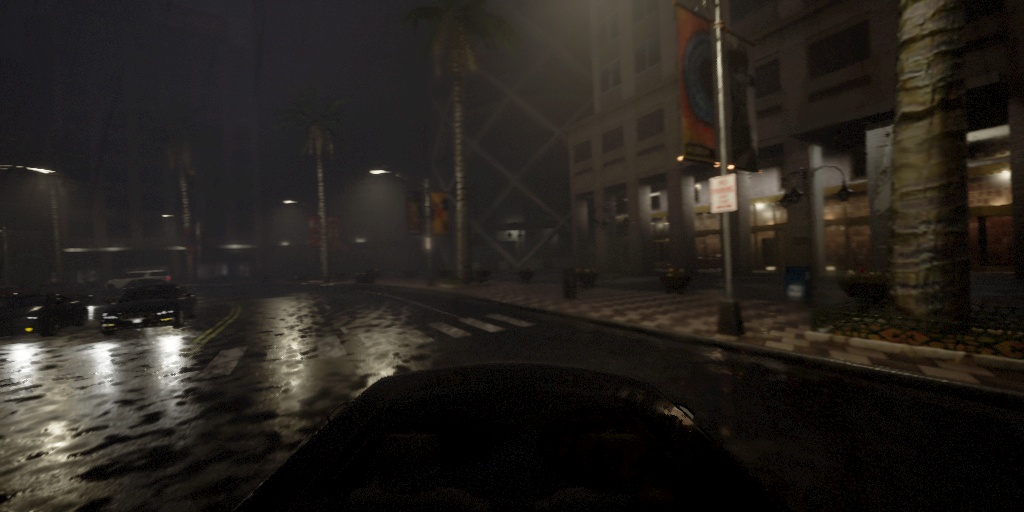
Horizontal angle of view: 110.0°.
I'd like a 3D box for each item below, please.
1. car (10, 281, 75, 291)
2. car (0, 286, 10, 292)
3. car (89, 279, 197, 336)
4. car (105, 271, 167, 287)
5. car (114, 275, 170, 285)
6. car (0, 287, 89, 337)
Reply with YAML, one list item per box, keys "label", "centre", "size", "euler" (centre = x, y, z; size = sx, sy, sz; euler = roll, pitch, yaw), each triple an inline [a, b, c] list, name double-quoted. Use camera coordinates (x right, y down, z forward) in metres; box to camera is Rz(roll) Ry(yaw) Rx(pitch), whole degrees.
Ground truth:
- label: "car"
  centre: [-29.546, 2.562, 23.229]
  size: [5.357, 1.411, 2.033]
  euler: [-2, 0, 22]
- label: "car"
  centre: [-41.684, 3.144, 29.338]
  size: [4.718, 1.301, 1.895]
  euler: [-2, 0, 1]
- label: "car"
  centre: [-13.052, 1.810, 13.155]
  size: [1.837, 1.490, 4.892]
  euler: [-3, 1, -34]
- label: "car"
  centre: [-37.385, 2.567, 35.925]
  size: [5.566, 2.045, 2.150]
  euler: [-3, 0, 7]
- label: "car"
  centre: [-25.034, 2.324, 24.747]
  size: [4.892, 1.490, 1.837]
  euler: [-2, -1, 28]
- label: "car"
  centre: [-16.664, 2.028, 12.318]
  size: [1.994, 1.385, 4.181]
  euler: [-2, 0, -35]
